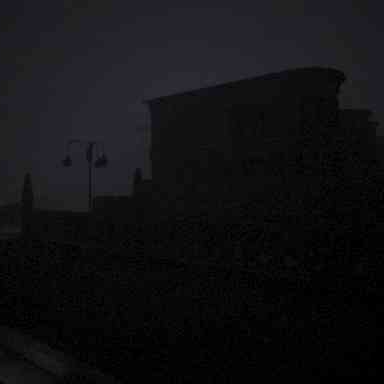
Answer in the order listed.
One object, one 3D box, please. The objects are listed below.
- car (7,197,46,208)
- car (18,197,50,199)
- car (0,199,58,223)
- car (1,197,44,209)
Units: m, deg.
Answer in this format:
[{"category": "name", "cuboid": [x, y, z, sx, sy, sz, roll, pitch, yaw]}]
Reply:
[{"category": "car", "cuboid": [-23.461, 1.420, 47.414, 1.812, 1.442, 4.674, 0, 0, 36]}, {"category": "car", "cuboid": [-19.213, 1.402, 41.378, 2.128, 1.511, 4.902, 0, 0, 36]}, {"category": "car", "cuboid": [-12.684, 1.470, 24.755, 1.812, 1.442, 4.674, 0, 0, 37]}, {"category": "car", "cuboid": [-22.053, 1.428, 43.421, 1.812, 1.442, 4.674, 0, 0, 36]}]
